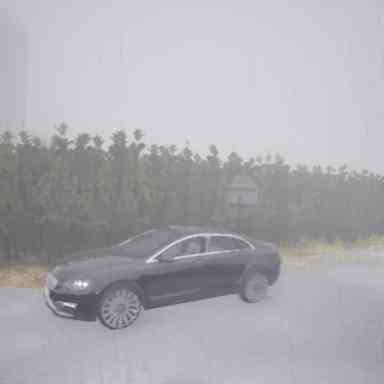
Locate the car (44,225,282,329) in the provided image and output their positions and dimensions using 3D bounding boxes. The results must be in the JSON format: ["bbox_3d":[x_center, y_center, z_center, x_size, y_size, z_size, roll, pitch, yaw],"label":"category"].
[{"bbox_3d":[-0.323,1.466,6.820,4.902,1.511,2.128,2,0,-32],"label":"car"}]
